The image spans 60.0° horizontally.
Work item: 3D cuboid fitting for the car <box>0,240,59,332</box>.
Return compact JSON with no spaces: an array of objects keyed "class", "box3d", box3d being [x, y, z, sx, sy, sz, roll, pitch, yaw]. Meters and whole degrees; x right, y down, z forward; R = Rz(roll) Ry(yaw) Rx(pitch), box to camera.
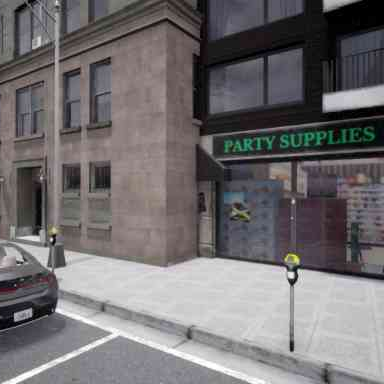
[{"class":"car","box3d":[-4.221,1.550,6.095,4.403,1.369,2.008,0,0,36]}]
